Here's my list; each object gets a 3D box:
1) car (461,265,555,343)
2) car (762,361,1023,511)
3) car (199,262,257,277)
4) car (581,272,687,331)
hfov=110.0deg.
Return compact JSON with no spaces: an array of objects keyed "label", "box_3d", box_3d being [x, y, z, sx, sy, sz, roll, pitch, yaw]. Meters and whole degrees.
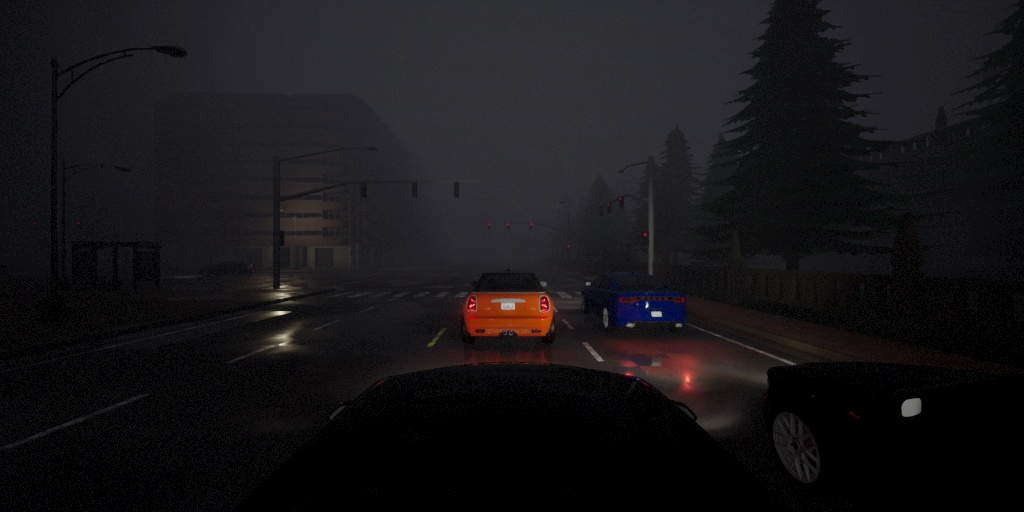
[{"label":"car","box_3d":[-0.081,1.102,9.835,2.097,1.767,4.553,0,0,0]},{"label":"car","box_3d":[3.288,1.228,1.453,1.882,1.535,5.008,0,0,3]},{"label":"car","box_3d":[-28.239,1.310,35.662,4.892,1.490,1.837,0,0,-1]},{"label":"car","box_3d":[3.419,1.228,10.979,1.882,1.535,5.008,0,0,0]}]
